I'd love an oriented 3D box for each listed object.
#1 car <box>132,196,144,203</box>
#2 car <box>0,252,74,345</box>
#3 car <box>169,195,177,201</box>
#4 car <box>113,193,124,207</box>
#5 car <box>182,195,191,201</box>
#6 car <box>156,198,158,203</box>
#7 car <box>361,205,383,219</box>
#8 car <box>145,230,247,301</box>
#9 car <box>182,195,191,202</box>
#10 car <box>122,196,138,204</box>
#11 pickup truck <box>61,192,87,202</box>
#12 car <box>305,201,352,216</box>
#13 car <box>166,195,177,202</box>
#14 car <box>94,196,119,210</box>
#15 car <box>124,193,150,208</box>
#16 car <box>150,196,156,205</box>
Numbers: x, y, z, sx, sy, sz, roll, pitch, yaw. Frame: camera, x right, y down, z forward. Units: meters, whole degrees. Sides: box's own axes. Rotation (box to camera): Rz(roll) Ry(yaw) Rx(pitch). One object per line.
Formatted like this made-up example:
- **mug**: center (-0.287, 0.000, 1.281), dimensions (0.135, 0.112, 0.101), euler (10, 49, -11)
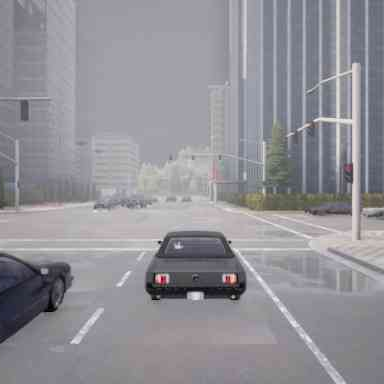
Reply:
- **car**: center (-11.683, 1.546, 72.544), dimensions (1.994, 1.385, 4.181), euler (0, 0, -1)
- **car**: center (-3.434, 1.548, 4.608), dimensions (2.033, 1.411, 5.357), euler (0, 0, 0)
- **car**: center (-4.868, 1.524, 84.667), dimensions (1.812, 1.442, 4.674), euler (0, 0, -1)
- **car**: center (-11.468, 1.221, 52.617), dimensions (2.150, 2.045, 5.566), euler (0, 0, -1)
- **car**: center (-1.369, 1.540, 84.735), dimensions (2.033, 1.411, 5.357), euler (0, 0, -1)
- **car**: center (-8.115, 1.564, 67.926), dimensions (1.994, 1.385, 4.181), euler (0, 0, 0)
- **car**: center (16.944, 1.601, 28.013), dimensions (4.718, 1.301, 1.895), euler (0, 0, 0)
- **car**: center (0.068, 1.601, 8.272), dimensions (1.895, 1.301, 4.718), euler (0, 0, 0)
- **car**: center (-1.213, 1.553, 74.960), dimensions (1.994, 1.385, 4.181), euler (0, 0, -1)
- **car**: center (-11.586, 1.491, 62.564), dimensions (2.128, 1.511, 4.902), euler (0, 0, -1)
- **pickup truck**: center (-24.755, 1.059, 69.176), dimensions (2.390, 2.098, 6.274), euler (0, 0, 30)
- **car**: center (13.590, 1.547, 31.520), dimensions (5.357, 1.411, 2.033), euler (0, 0, -3)
- **car**: center (-4.703, 1.500, 74.500), dimensions (1.837, 1.490, 4.892), euler (0, 0, -1)
- **car**: center (-11.333, 1.564, 43.283), dimensions (1.994, 1.385, 4.181), euler (0, 0, -1)
- **car**: center (-7.912, 1.221, 48.130), dimensions (2.150, 2.045, 5.566), euler (0, 0, -1)
- **car**: center (-8.040, 1.352, 57.880), dimensions (2.097, 1.767, 4.553), euler (0, 0, -1)
